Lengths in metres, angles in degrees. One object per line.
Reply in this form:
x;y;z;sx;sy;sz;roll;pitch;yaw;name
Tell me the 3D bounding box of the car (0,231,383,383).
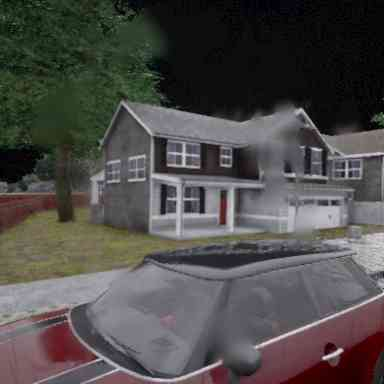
0.105;1.351;3.142;4.553;1.767;2.097;0;0;-35;car
